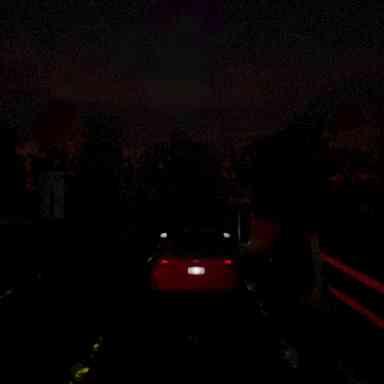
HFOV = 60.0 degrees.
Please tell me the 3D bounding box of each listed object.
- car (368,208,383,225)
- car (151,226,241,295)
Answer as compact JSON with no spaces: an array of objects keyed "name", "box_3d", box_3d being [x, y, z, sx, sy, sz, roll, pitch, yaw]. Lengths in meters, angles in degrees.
[{"name":"car","box_3d":[14.876,1.728,22.998,4.902,1.511,2.128,1,0,1]},{"name":"car","box_3d":[0.089,1.579,8.788,1.994,1.385,4.181,0,0,0]}]
